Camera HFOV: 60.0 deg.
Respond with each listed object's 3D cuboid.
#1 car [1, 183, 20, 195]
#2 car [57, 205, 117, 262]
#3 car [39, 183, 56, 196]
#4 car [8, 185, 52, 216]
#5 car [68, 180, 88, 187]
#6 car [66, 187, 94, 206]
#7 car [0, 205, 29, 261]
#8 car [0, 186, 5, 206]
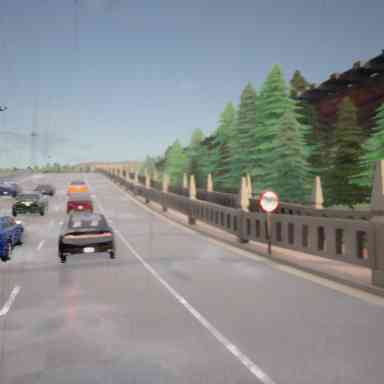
[{"bbox_3d":[-19.802,-0.306,36.244,1.812,1.442,4.674,-1,7,-19],"label":"car"},{"bbox_3d":[-4.027,1.553,12.723,2.128,1.511,4.902,-1,2,-19],"label":"car"},{"bbox_3d":[-16.421,-0.318,37.175,1.994,1.385,4.181,-1,6,-19],"label":"car"},{"bbox_3d":[-12.212,0.718,25.344,2.097,1.767,4.553,-1,5,-19],"label":"car"},{"bbox_3d":[-13.110,-0.605,38.297,2.097,1.767,4.553,-1,6,-19],"label":"car"},{"bbox_3d":[-8.860,0.779,26.365,1.882,1.535,5.008,-1,5,-19],"label":"car"},{"bbox_3d":[-7.683,1.589,12.590,1.882,1.535,5.008,-1,2,-19],"label":"car"},{"bbox_3d":[-15.513,0.794,24.184,2.097,1.767,4.553,-1,5,-19],"label":"car"}]
